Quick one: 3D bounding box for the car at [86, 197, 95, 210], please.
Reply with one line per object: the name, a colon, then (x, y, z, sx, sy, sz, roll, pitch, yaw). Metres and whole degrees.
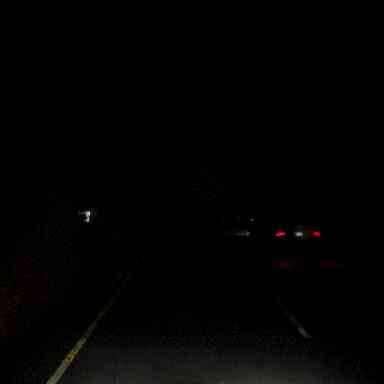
car: (-10.588, 1.238, 37.925, 2.128, 1.511, 4.902, 0, 0, 0)

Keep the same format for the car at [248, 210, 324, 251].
car: (3.601, 1.455, 13.677, 2.033, 1.411, 5.357, 0, 0, 0)

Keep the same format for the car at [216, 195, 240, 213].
car: (3.603, 1.123, 34.144, 2.097, 1.767, 4.553, 0, 0, 0)

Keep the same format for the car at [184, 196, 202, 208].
car: (0.102, 1.248, 41.427, 1.812, 1.442, 4.674, 0, 1, 0)
